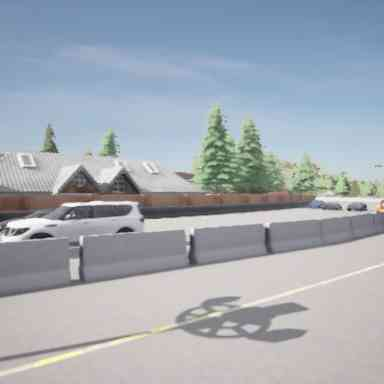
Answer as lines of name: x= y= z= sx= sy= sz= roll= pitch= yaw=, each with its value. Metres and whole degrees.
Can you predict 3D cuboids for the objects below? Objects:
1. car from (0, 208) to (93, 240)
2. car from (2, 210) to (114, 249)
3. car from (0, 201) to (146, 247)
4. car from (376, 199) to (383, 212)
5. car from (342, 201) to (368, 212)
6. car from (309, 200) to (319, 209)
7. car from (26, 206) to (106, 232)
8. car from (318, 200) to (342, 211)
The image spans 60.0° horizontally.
car: x=-8.528 y=1.785 z=19.523 sx=4.892 sy=1.490 sz=1.837 roll=0 pitch=-1 yaw=-37
car: x=-6.574 y=1.740 z=16.621 sx=4.892 sy=1.490 sz=1.837 roll=0 pitch=-1 yaw=-37
car: x=-4.587 y=1.413 z=13.709 sx=5.566 sy=2.045 sz=2.150 roll=0 pitch=-1 yaw=-37
car: x=25.362 y=1.733 z=43.156 sx=2.097 sy=1.767 sz=4.553 roll=-1 pitch=-1 yaw=38
car: x=22.445 y=1.966 z=45.025 sx=2.033 sy=1.411 sz=5.357 roll=-1 pitch=-1 yaw=39
car: x=20.654 y=2.018 z=54.331 sx=1.882 sy=1.535 sz=5.008 roll=-1 pitch=-1 yaw=36
car: x=-8.857 y=1.823 z=23.664 sx=4.902 sy=1.511 sz=2.128 roll=0 pitch=-1 yaw=-38
car: x=20.271 y=2.029 z=47.997 sx=1.994 sy=1.385 sz=4.181 roll=-1 pitch=-1 yaw=38
